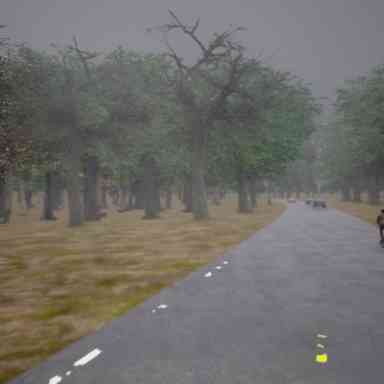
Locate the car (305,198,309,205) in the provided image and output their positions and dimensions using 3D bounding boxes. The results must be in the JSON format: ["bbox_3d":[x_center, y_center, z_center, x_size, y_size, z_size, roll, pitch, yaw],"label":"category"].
[{"bbox_3d":[24.659,1.970,69.571,1.812,1.442,4.674,0,-1,14],"label":"car"}]

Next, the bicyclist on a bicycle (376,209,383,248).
[{"bbox_3d":[7.685,1.510,13.293,0.582,1.620,1.656,-1,-1,21],"label":"bicyclist on a bicycle"}]

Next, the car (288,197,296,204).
[{"bbox_3d":[24.378,2.070,81.183,1.812,1.442,4.674,0,-1,13],"label":"car"}]

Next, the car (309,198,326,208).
[{"bbox_3d":[20.439,1.832,53.740,1.837,1.490,4.892,0,0,16],"label":"car"}]
